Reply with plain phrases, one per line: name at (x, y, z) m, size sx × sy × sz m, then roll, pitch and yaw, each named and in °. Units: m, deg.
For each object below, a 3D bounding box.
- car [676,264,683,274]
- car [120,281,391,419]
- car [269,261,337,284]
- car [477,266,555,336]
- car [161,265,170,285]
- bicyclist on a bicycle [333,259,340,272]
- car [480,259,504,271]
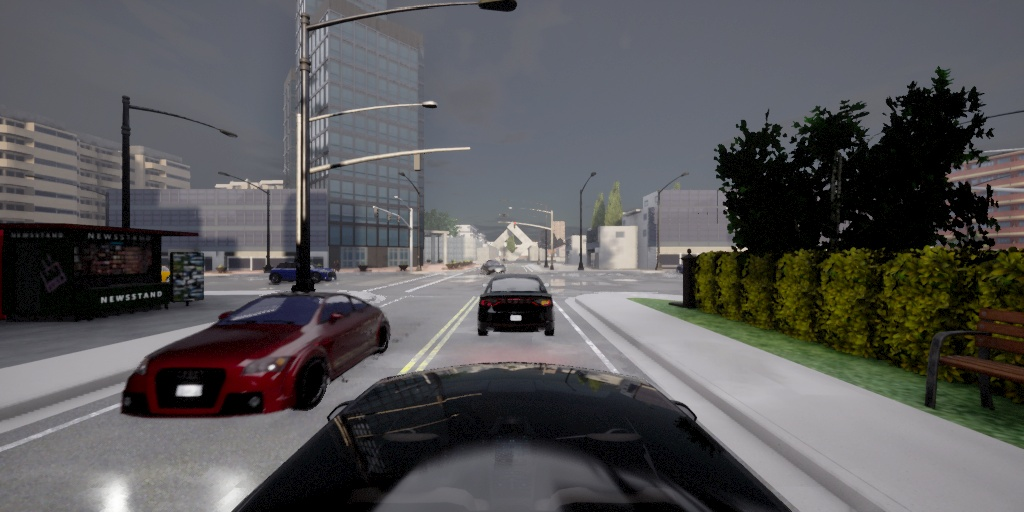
car at (20.294, 1.056, 38.904) m, size 4.553 × 1.767 × 2.097 m, roll 0°, pitch 0°, yaw 0°
car at (-3.583, 1.314, 5.981) m, size 1.994 × 1.385 × 4.181 m, roll 0°, pitch 0°, yaw 0°
car at (-16.274, 1.210, 28.084) m, size 4.553 × 1.767 × 2.097 m, roll -1°, pitch 0°, yaw 0°
car at (0.114, 1.228, 10.474) m, size 1.882 × 1.535 × 5.008 m, roll 0°, pitch 0°, yaw 1°
car at (-27.400, 1.468, 28.048) m, size 5.008 × 1.535 × 1.882 m, roll -1°, pitch 0°, yaw 0°
bicyclist on a bicycle at (-21.803, 1.216, 44.543) m, size 0.582 × 1.620 × 1.656 m, roll -1°, pitch 0°, yaw 0°
car at (-2.040, 1.264, 37.118) m, size 2.128 × 1.511 × 4.902 m, roll 0°, pitch 0°, yaw -17°
